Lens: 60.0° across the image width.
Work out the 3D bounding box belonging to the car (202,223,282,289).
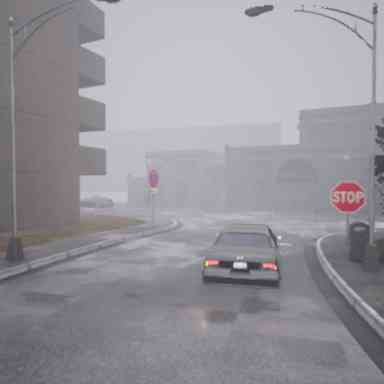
[{"bbox_3d":[1.550,1.604,9.445,2.033,1.411,5.357,0,0,12],"label":"car"}]

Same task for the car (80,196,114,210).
[{"bbox_3d":[-10.913,1.156,36.802,4.902,1.511,2.128,2,3,26],"label":"car"}]
